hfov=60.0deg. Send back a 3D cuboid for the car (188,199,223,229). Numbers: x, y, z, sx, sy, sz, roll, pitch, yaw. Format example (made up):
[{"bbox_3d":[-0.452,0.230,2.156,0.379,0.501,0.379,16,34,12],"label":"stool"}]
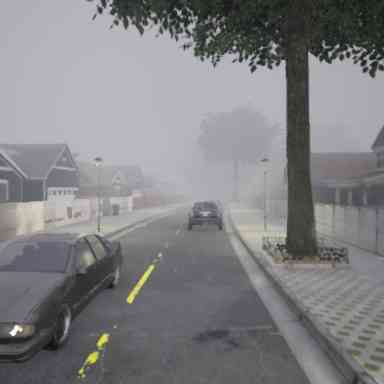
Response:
[{"bbox_3d":[0.920,1.365,21.777,2.097,1.767,4.553,0,0,4],"label":"car"}]

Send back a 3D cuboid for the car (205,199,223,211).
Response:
[{"bbox_3d":[2.825,1.594,42.031,2.033,1.411,5.357,0,0,6],"label":"car"}]

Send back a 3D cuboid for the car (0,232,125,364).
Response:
[{"bbox_3d":[-2.708,1.545,6.494,2.033,1.411,5.357,0,0,2],"label":"car"}]
